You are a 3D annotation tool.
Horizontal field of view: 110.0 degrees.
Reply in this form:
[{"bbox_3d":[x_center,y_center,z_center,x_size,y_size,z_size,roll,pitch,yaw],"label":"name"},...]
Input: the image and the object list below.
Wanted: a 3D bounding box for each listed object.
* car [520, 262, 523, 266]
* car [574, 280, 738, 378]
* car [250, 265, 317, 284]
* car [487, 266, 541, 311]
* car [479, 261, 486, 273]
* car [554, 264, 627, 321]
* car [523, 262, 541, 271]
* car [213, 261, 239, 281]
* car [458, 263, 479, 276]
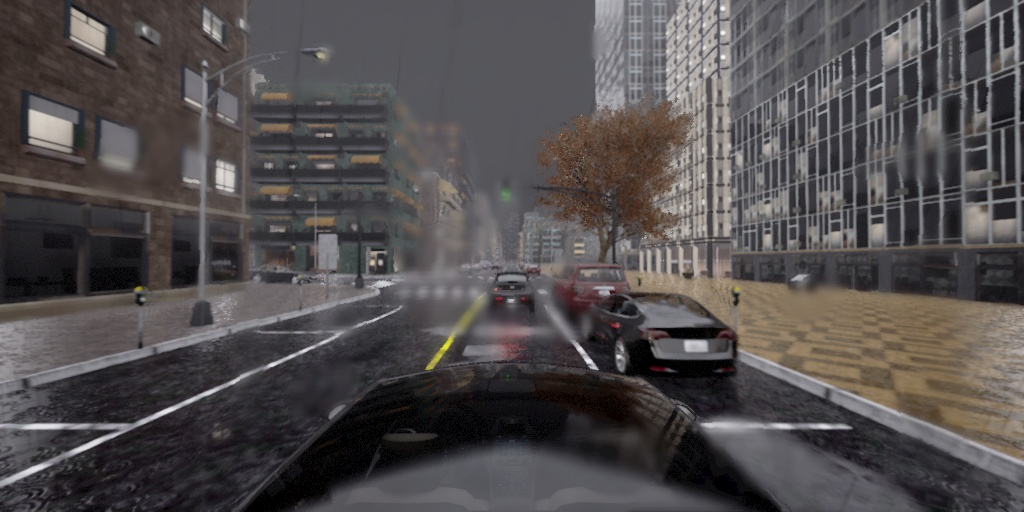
[{"bbox_3d":[2.672,1.842,56.457,1.751,1.417,4.829,0,0,0],"label":"car"},{"bbox_3d":[2.689,1.372,7.314,1.948,1.339,4.313,0,0,0],"label":"car"},{"bbox_3d":[-16.443,1.331,25.803,4.403,1.370,2.007,0,0,-1],"label":"car"},{"bbox_3d":[-0.012,1.393,15.351,1.837,1.490,4.892,0,0,-1],"label":"car"},{"bbox_3d":[-5.708,1.866,56.285,2.007,1.370,4.403,0,0,0],"label":"car"},{"bbox_3d":[2.688,1.176,12.837,2.192,1.841,5.009,0,0,0],"label":"car"},{"bbox_3d":[2.676,1.741,45.222,1.888,1.381,4.507,0,0,0],"label":"car"},{"bbox_3d":[-21.840,1.228,25.747,4.829,1.417,1.751,0,0,-1],"label":"car"},{"bbox_3d":[-5.704,1.746,45.220,2.007,1.370,4.403,0,0,0],"label":"car"}]
